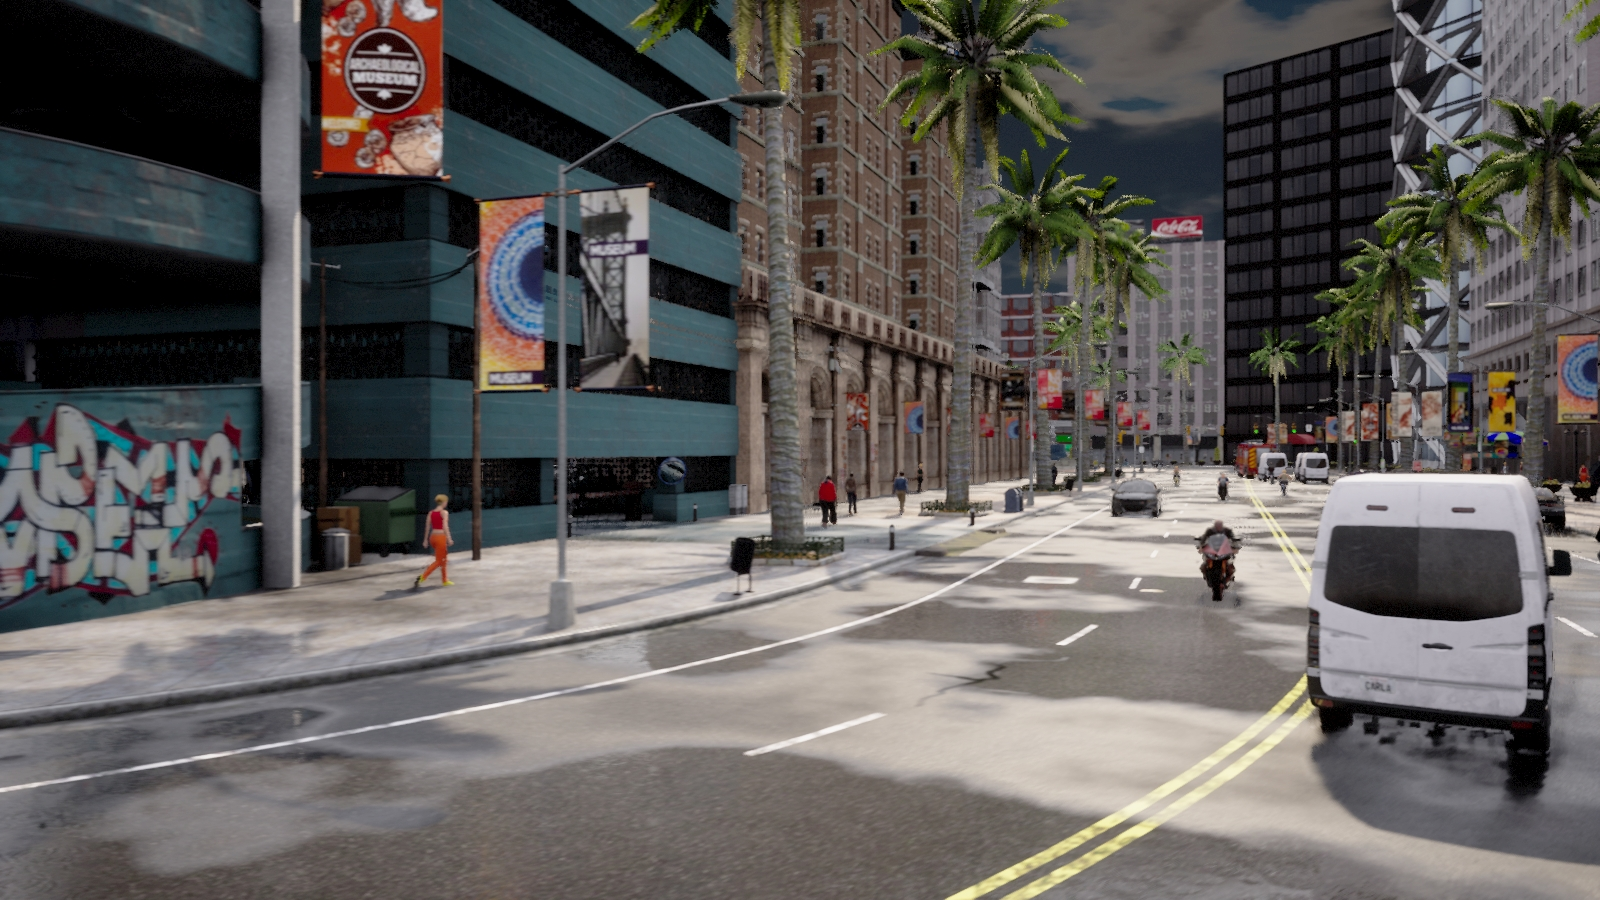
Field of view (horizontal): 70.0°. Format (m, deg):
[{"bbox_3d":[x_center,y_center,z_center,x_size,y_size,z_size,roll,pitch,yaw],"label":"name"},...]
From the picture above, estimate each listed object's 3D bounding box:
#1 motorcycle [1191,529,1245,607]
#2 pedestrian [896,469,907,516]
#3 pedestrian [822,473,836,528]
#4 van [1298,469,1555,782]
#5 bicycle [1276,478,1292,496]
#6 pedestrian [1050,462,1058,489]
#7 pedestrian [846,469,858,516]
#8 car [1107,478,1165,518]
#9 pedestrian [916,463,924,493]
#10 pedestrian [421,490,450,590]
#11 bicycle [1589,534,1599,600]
[{"bbox_3d":[8.014,2.208,21.833,0.867,1.251,2.209,0,0,23],"label":"motorcycle"},{"bbox_3d":[4.068,1.704,45.816,0.375,1.860,0.375,0,0,15],"label":"pedestrian"},{"bbox_3d":[0.982,1.705,38.989,0.375,1.860,0.375,0,0,25],"label":"pedestrian"},{"bbox_3d":[7.173,1.536,12.696,1.988,2.561,5.915,0,0,34],"label":"van"},{"bbox_3d":[29.808,2.265,70.360,0.859,1.080,1.487,0,0,20],"label":"bicycle"},{"bbox_3d":[17.092,1.708,76.878,0.375,1.860,0.375,0,0,35],"label":"pedestrian"},{"bbox_3d":[2.078,1.704,45.885,0.375,1.860,0.375,0,0,20],"label":"pedestrian"},{"bbox_3d":[14.642,2.041,49.580,2.097,1.535,5.006,0,0,20],"label":"car"},{"bbox_3d":[7.303,1.709,69.589,0.375,1.860,0.375,0,0,30],"label":"pedestrian"},{"bbox_3d":[-6.953,1.701,21.790,0.375,1.860,0.375,0,0,30],"label":"pedestrian"},{"bbox_3d":[15.003,2.212,21.130,0.329,1.171,1.835,0,0,24],"label":"bicycle"}]
